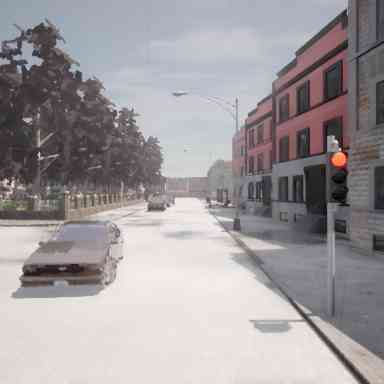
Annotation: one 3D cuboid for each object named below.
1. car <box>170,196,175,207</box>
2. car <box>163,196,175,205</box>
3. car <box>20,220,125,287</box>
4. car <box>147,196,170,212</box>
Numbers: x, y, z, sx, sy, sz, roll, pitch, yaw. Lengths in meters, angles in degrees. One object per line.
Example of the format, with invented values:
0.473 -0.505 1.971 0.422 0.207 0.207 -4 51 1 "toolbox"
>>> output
-4.083 1.547 49.263 2.033 1.411 5.357 0 0 0 "car"
-4.050 1.505 59.662 1.837 1.490 4.892 0 0 0 "car"
-3.029 1.547 9.657 2.033 1.411 5.357 0 0 -6 "car"
-4.087 1.478 39.363 1.882 1.535 5.008 0 0 0 "car"
